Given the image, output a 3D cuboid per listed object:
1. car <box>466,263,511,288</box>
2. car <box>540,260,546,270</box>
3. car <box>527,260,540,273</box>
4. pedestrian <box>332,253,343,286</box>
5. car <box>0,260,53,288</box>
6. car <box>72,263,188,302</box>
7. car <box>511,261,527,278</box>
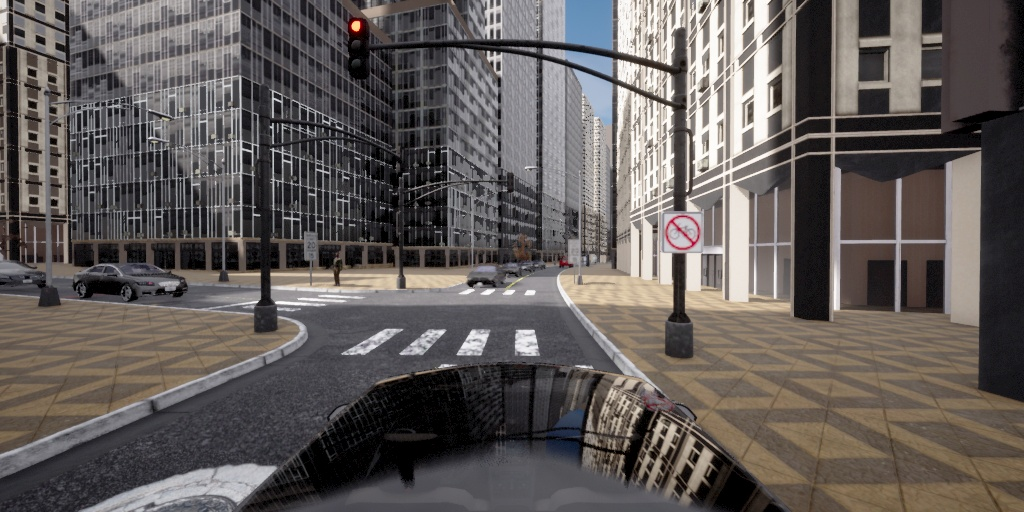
[{"bbox_3d":[-1.613,1.321,24.228,2.033,1.411,5.357,0,0,7],"label":"car"},{"bbox_3d":[4.169,1.411,56.941,2.128,1.511,4.902,0,0,14],"label":"car"},{"bbox_3d":[1.894,1.356,46.791,2.128,1.511,4.902,0,0,11],"label":"car"},{"bbox_3d":[-9.513,0.716,19.490,0.375,1.860,0.375,0,0,16],"label":"pedestrian"},{"bbox_3d":[-25.921,0.941,18.198,4.674,1.442,1.812,1,1,17],"label":"car"},{"bbox_3d":[-16.362,1.043,15.395,4.902,1.511,2.128,1,1,16],"label":"car"},{"bbox_3d":[-0.041,1.360,35.917,2.033,1.411,5.357,0,0,9],"label":"car"}]
